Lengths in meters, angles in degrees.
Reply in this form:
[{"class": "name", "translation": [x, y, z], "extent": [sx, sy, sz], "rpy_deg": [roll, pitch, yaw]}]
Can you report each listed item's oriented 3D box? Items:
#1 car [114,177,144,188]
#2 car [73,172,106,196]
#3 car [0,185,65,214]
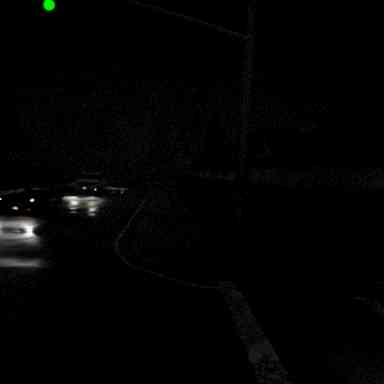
[{"class": "car", "translation": [-8.795, -1.373, 47.009], "extent": [1.882, 1.535, 5.008], "rpy_deg": [4, 3, 30]}, {"class": "car", "translation": [-9.523, -0.850, 31.401], "extent": [2.150, 2.045, 5.566], "rpy_deg": [3, 3, -6]}, {"class": "car", "translation": [-8.352, 0.314, 17.598], "extent": [1.895, 1.301, 4.718], "rpy_deg": [3, 3, -5]}]
